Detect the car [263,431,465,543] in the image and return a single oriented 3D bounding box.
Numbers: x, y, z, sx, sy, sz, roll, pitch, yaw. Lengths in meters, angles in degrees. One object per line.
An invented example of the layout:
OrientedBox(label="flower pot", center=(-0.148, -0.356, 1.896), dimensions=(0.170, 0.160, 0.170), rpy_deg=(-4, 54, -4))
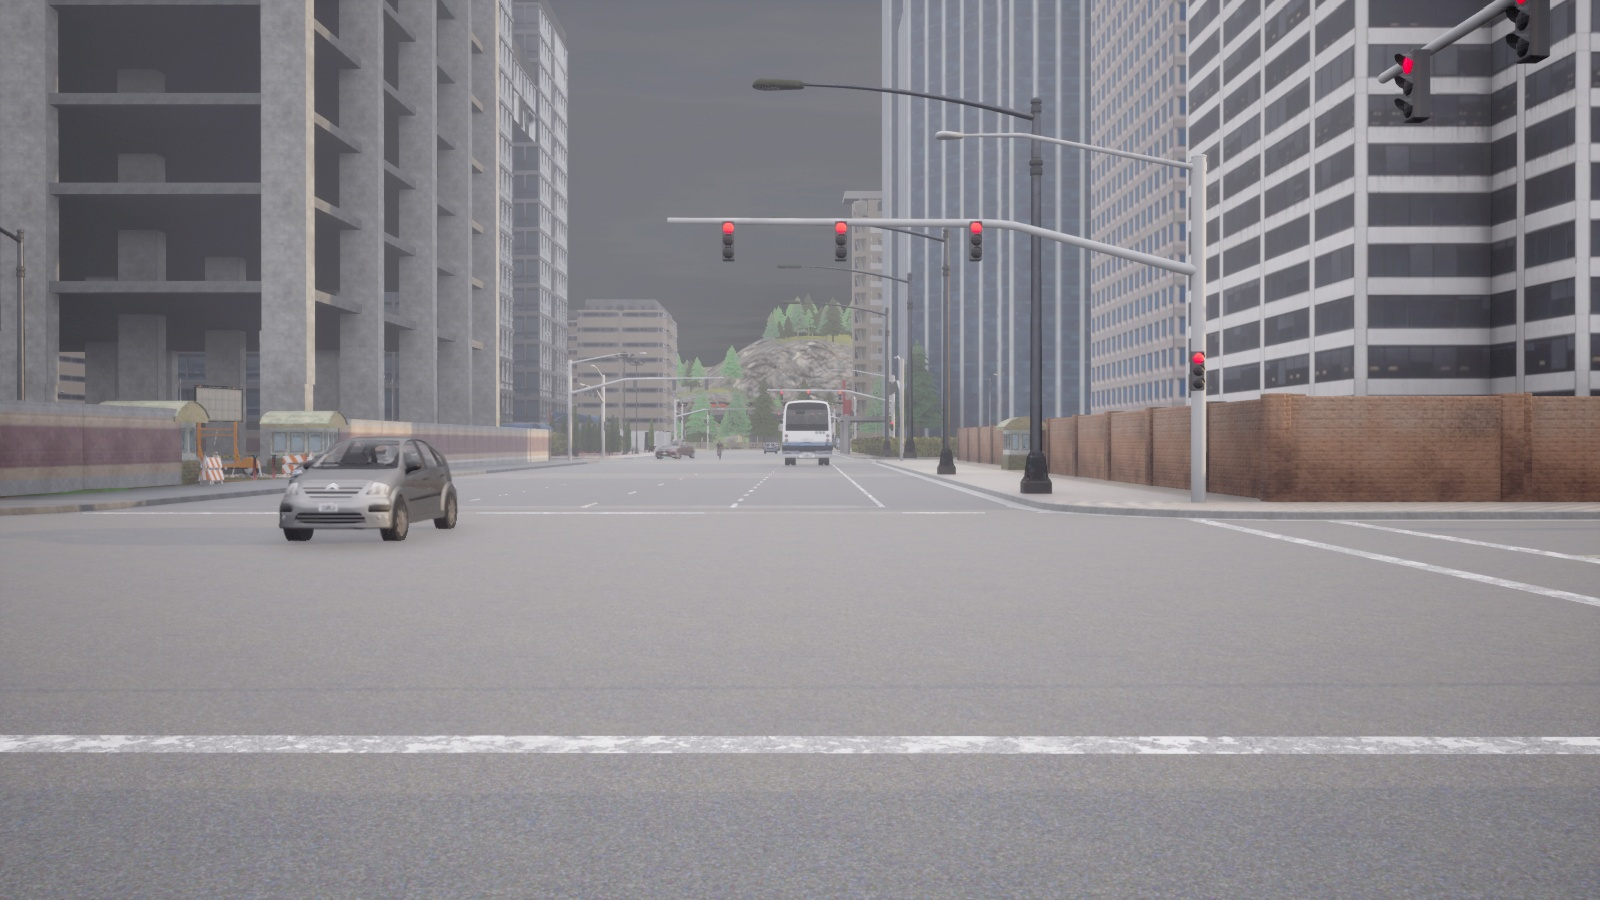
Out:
OrientedBox(label="car", center=(-6.874, 0.525, 20.250), dimensions=(1.851, 1.617, 3.988), rpy_deg=(0, 0, 0))

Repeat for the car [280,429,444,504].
OrientedBox(label="car", center=(-10.320, 0.347, 30.042), dimensions=(2.152, 1.651, 5.027), rpy_deg=(0, 0, 0))

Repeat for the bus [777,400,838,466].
OrientedBox(label="bus", center=(0.487, -1.117, 86.421), dimensions=(3.944, 4.253, 10.273), rpy_deg=(0, 0, 0))
